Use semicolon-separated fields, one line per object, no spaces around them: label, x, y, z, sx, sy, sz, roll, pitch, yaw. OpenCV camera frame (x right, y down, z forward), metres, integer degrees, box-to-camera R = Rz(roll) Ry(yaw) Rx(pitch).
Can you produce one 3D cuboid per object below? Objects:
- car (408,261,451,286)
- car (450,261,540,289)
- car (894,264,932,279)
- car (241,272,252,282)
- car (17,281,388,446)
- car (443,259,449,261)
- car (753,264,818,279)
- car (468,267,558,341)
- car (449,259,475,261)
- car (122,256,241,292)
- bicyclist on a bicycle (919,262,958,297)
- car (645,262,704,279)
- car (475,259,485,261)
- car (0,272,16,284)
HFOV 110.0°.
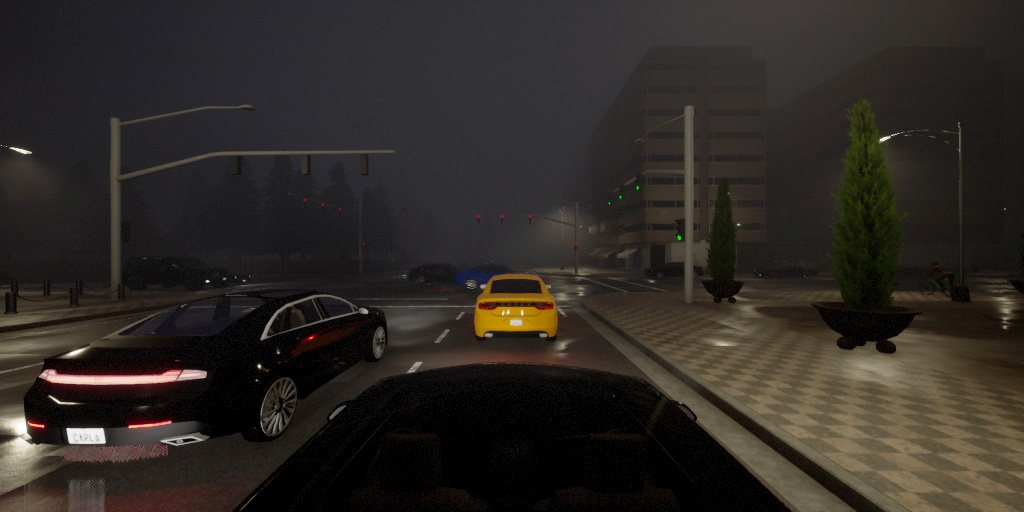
car;-4.790;1.276;25.244;4.892;1.490;1.837;0;0;0
car;-0.963;1.239;21.754;5.008;1.535;1.882;0;0;0
car;34.909;1.406;32.554;4.718;1.301;1.895;0;0;0
car;-21.471;1.353;25.188;5.357;1.411;2.033;0;0;0
car;-3.425;1.242;5.325;2.128;1.511;4.902;0;0;0
car;-9.795;1.228;52.998;1.882;1.535;5.008;0;0;7
car;24.709;1.406;32.531;4.718;1.301;1.895;0;0;0
car;0.103;1.228;9.909;1.882;1.535;5.008;0;0;0
car;-6.678;1.228;48.397;1.882;1.535;5.008;0;0;3
car;-20.165;1.027;21.691;5.566;2.045;2.150;0;0;0
bicyclist on a bicycle;20.280;1.106;17.035;0.582;1.620;1.656;0;0;0
car;14.633;1.283;32.501;5.008;1.535;1.882;0;0;0
car;-5.515;1.255;57.731;1.837;1.490;4.892;0;0;15
car;-38.283;1.406;25.139;4.718;1.301;1.895;0;0;0
